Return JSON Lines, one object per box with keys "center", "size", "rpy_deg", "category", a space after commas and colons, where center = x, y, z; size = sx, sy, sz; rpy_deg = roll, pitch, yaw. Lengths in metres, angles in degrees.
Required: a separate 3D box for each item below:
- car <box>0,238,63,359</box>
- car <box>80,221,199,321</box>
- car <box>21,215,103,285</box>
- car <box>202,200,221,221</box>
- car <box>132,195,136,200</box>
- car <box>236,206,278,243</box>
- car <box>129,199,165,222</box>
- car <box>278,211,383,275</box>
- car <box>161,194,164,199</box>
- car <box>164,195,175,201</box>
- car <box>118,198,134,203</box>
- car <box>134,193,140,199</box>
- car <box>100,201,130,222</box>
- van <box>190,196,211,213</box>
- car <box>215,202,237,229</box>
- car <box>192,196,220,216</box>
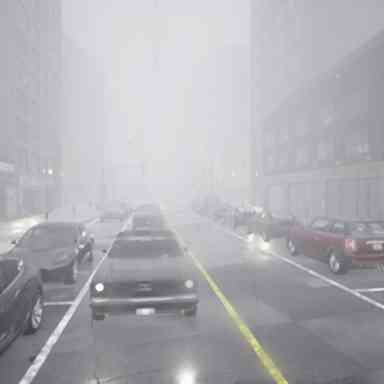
{"center": [-3.147, 1.565, 3.948], "size": [1.947, 1.339, 4.313], "rpy_deg": [0, 0, -8], "category": "car"}
{"center": [-1.041, 1.601, 7.507], "size": [1.895, 1.301, 4.718], "rpy_deg": [0, 0, -8], "category": "car"}
{"center": [-3.879, 1.565, 9.424], "size": [1.947, 1.339, 4.313], "rpy_deg": [0, 0, -8], "category": "car"}
{"center": [2.372, 1.570, 26.991], "size": [1.947, 1.339, 4.313], "rpy_deg": [0, 0, -8], "category": "car"}
{"center": [-7.543, 1.441, 36.805], "size": [1.967, 1.590, 4.097], "rpy_deg": [0, 0, -8], "category": "car"}
{"center": [3.837, 1.554, 16.042], "size": [2.008, 1.369, 4.403], "rpy_deg": [0, 0, -8], "category": "car"}
{"center": [-2.780, 1.479, 21.327], "size": [1.882, 1.535, 5.008], "rpy_deg": [0, 0, -7], "category": "car"}
{"center": [4.570, 1.443, 10.567], "size": [1.967, 1.590, 4.097], "rpy_deg": [0, 0, -8], "category": "car"}
{"center": [-6.942, 1.628, 92.580], "size": [1.802, 1.307, 4.206], "rpy_deg": [0, 0, -9], "category": "car"}
{"center": [-5.197, 1.473, 81.406], "size": [1.967, 1.590, 4.097], "rpy_deg": [0, 0, -9], "category": "car"}
{"center": [-6.810, 1.567, 31.329], "size": [1.947, 1.339, 4.313], "rpy_deg": [0, 0, -8], "category": "car"}
{"center": [-15.367, 1.482, 91.273], "size": [1.967, 1.590, 4.097], "rpy_deg": [0, 0, -9], "category": "car"}
{"center": [-6.078, 1.582, 25.853], "size": [1.802, 1.307, 4.206], "rpy_deg": [0, 0, -8], "category": "car"}
{"center": [0.907, 1.346, 37.941], "size": [1.690, 1.788, 3.998], "rpy_deg": [0, 0, -8], "category": "van"}
{"center": [3.105, 1.554, 21.517], "size": [2.008, 1.369, 4.403], "rpy_deg": [0, 0, -8], "category": "car"}
{"center": [1.640, 1.319, 32.467], "size": [2.192, 1.841, 5.009], "rpy_deg": [0, 0, -8], "category": "car"}
